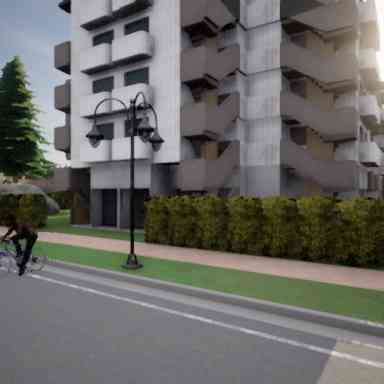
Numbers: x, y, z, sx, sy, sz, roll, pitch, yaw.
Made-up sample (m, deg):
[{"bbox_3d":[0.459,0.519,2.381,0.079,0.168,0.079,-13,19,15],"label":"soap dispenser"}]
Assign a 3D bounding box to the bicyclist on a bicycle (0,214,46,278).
[{"bbox_3d":[-4.635,1.409,8.815,0.582,1.620,1.656,0,0,34],"label":"bicyclist on a bicycle"}]
